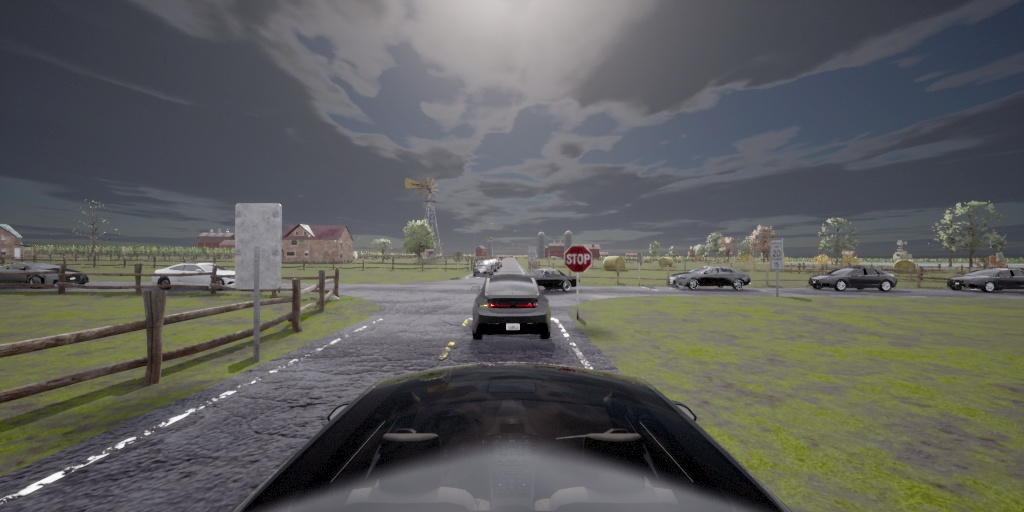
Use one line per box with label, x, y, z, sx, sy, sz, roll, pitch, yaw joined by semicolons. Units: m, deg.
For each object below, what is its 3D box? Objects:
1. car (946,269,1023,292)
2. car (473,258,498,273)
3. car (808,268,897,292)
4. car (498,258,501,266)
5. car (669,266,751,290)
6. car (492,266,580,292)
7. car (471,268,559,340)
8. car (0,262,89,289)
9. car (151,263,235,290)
car;31.696;1.587;23.606;4.892;1.490;1.837;1;-1;-1
car;-2.870;1.243;36.717;2.128;1.511;4.902;0;0;0
car;22.194;1.499;23.483;4.892;1.490;1.837;1;-1;-1
car;-2.865;1.241;46.162;2.128;1.511;4.902;0;0;0
car;12.792;1.396;23.309;4.902;1.511;2.128;1;-1;-2
car;1.494;1.369;20.077;4.718;1.301;1.895;1;0;-35
car;-0.076;1.256;10.031;1.837;1.490;4.892;0;0;-2
car;-26.369;1.048;19.858;4.181;1.385;1.994;1;-1;-1
car;-17.249;1.104;19.982;4.674;1.442;1.812;1;-1;-1
